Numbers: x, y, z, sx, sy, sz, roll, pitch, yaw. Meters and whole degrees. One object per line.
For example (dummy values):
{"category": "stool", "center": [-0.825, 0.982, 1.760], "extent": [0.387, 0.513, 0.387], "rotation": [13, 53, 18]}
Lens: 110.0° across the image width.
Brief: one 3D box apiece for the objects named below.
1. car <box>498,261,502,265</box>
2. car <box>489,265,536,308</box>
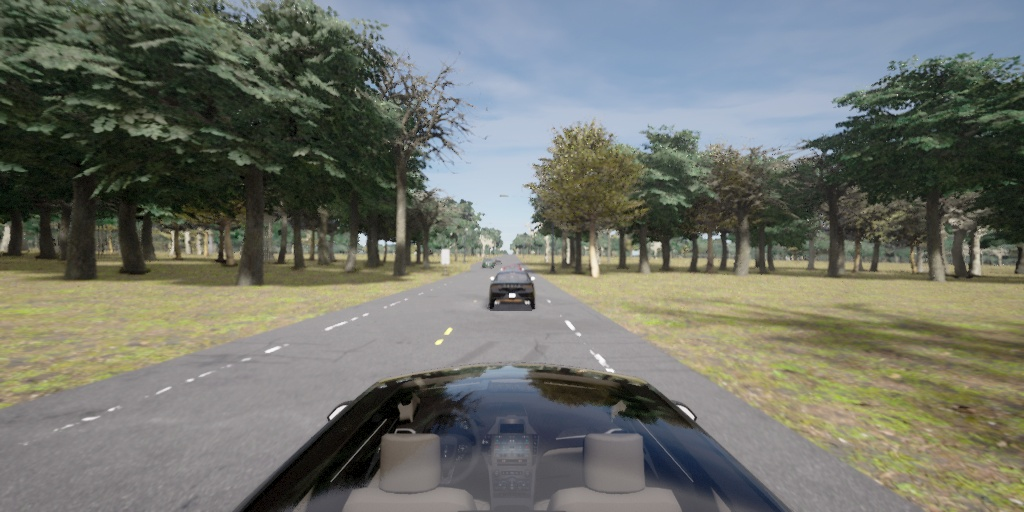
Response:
{"category": "car", "center": [0.028, 1.498, 31.100], "extent": [1.882, 1.535, 5.008], "rotation": [0, 0, 1]}
{"category": "car", "center": [0.029, 1.370, 16.096], "extent": [1.882, 1.535, 5.008], "rotation": [0, 0, 1]}
